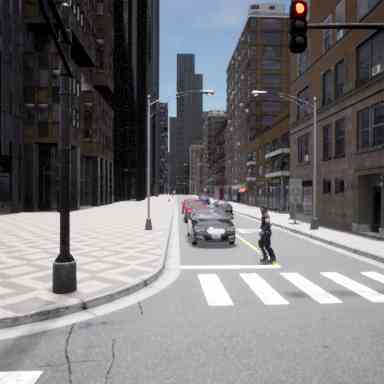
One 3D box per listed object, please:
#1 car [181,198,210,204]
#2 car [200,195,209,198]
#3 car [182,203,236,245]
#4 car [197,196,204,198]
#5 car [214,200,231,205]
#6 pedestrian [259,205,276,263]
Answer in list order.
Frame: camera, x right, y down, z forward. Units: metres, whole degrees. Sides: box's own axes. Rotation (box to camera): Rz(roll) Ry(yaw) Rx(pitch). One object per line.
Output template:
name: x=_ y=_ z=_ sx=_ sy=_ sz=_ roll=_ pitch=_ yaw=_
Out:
car: x=0.330 y=1.481 z=25.903 sx=1.882 sy=1.535 sz=5.008 roll=0 pitch=0 yaw=-3
car: x=2.021 y=1.317 z=59.327 sx=2.097 sy=1.767 sz=4.553 roll=0 pitch=0 yaw=-3
car: x=0.785 y=1.494 z=15.618 sx=2.128 sy=1.511 sz=4.902 roll=0 pitch=0 yaw=-4
car: x=-0.130 y=1.480 z=36.247 sx=1.882 sy=1.535 sz=5.008 roll=0 pitch=0 yaw=-2
car: x=3.124 y=1.561 z=35.014 sx=2.033 sy=1.411 sz=5.357 roll=0 pitch=0 yaw=-2
pedestrian: x=2.336 y=1.300 z=10.544 sx=0.375 sy=1.860 sz=0.375 roll=0 pitch=0 yaw=-3
